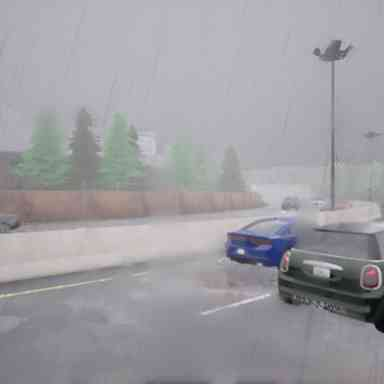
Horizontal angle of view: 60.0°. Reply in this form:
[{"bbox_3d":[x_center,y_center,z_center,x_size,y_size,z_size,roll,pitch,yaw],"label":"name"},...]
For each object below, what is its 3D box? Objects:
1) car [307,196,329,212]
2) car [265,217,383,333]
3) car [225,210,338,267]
[{"bbox_3d":[17.634,1.601,46.343,2.150,2.045,5.566,0,-1,28],"label":"car"},{"bbox_3d":[3.890,1.413,7.082,4.553,1.767,2.097,0,-1,-39],"label":"car"},{"bbox_3d":[3.275,1.567,11.135,5.008,1.535,1.882,0,0,-41],"label":"car"}]
